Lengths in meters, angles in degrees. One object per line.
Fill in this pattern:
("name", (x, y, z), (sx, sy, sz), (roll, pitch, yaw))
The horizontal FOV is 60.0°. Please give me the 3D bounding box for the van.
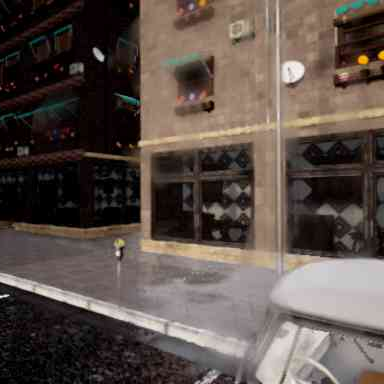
("van", (2.030, 1.343, 1.397), (3.998, 1.788, 1.690), (-1, -1, 36))
